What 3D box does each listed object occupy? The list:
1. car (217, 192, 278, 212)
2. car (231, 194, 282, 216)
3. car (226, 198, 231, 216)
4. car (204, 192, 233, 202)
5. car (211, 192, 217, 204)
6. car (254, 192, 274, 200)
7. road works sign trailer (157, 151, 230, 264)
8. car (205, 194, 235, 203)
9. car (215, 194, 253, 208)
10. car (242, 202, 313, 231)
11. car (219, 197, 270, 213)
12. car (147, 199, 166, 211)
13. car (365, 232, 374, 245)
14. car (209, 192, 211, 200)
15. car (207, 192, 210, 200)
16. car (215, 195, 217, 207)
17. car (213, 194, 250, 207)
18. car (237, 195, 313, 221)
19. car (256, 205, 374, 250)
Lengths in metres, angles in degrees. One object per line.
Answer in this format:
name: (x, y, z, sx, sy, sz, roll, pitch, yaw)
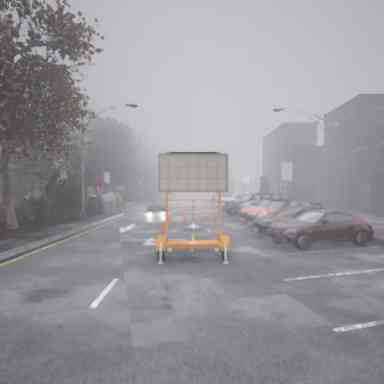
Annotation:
car: (5.436, 1.095, 28.803, 5.566, 2.045, 2.435, 1, 1, -20)
car: (5.438, 1.245, 22.828, 4.553, 1.767, 2.185, 1, 1, -20)
car: (5.422, 1.398, 25.826, 4.674, 1.452, 2.002, 1, 0, -20)
car: (5.707, 1.007, 70.891, 5.566, 2.045, 2.435, 1, 0, -20)
car: (5.488, 1.065, 37.819, 5.566, 2.045, 2.435, 1, 0, -20)
car: (18.741, 0.992, 86.828, 2.435, 2.045, 5.566, 0, 1, -21)
road works sign trailer: (0.043, 0.402, 11.560, 2.380, 3.560, 2.880, 0, 0, 0)
car: (5.491, 1.262, 64.800, 5.366, 1.575, 1.946, 1, 0, -20)
car: (5.522, 1.176, 43.834, 4.553, 1.767, 2.185, 1, 0, -20)
car: (5.341, 1.426, 16.808, 4.792, 1.488, 2.163, 1, 1, -20)
car: (5.461, 1.356, 34.819, 4.792, 1.488, 2.163, 1, 0, -20)
car: (-3.901, 1.433, 37.621, 1.895, 1.301, 4.718, 0, 0, 0)
car: (5.324, 1.460, 4.816, 4.892, 1.521, 2.231, 1, 1, -20)
car: (5.646, 1.160, 52.851, 4.553, 1.767, 2.185, 1, 0, -20)
car: (5.621, 1.280, 55.855, 5.008, 1.535, 2.097, 1, 0, -20)
car: (5.293, 1.330, 31.762, 5.366, 1.575, 1.946, 1, 0, -20)
car: (5.543, 1.170, 46.835, 4.553, 1.767, 2.185, 1, 0, -20)
car: (5.419, 1.258, 19.827, 4.553, 1.767, 2.185, 1, 1, -20)
car: (5.354, 1.452, 13.817, 4.674, 1.452, 2.002, 1, 1, -20)
